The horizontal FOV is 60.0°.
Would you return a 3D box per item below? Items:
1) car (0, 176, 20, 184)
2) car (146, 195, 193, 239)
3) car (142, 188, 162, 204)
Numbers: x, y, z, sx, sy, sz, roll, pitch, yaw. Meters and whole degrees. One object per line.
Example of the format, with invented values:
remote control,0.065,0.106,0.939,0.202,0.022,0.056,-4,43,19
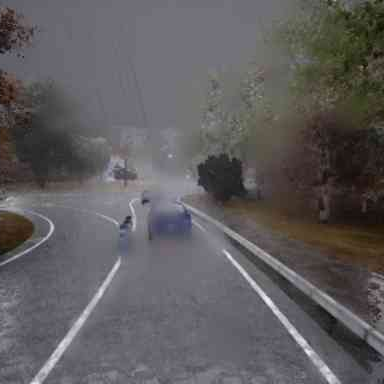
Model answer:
car,-37.040,-2.426,66.507,2.128,1.511,4.902,3,5,34
car,-1.134,1.182,15.907,1.882,1.535,5.008,-1,2,-7
car,-3.782,0.311,31.693,1.994,1.385,4.181,-1,4,-7
